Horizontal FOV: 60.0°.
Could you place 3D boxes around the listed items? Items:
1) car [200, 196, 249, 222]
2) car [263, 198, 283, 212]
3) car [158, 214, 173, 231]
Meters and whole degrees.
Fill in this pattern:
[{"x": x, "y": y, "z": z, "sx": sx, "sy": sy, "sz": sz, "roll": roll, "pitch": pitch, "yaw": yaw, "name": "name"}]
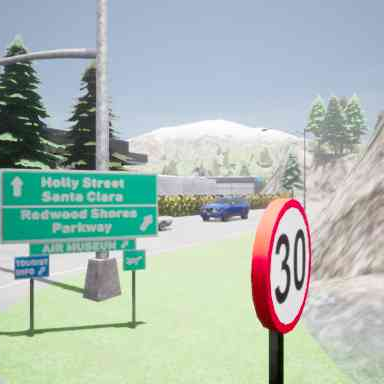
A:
[{"x": 2.953, "y": 1.412, "z": 28.715, "sx": 2.150, "sy": 2.045, "sz": 5.566, "roll": 0, "pitch": 0, "yaw": 36, "name": "car"}, {"x": 9.903, "y": 1.545, "z": 38.302, "sx": 2.097, "sy": 1.767, "sz": 4.553, "roll": 0, "pitch": 0, "yaw": 36, "name": "car"}, {"x": -3.311, "y": 1.792, "z": 20.057, "sx": 1.895, "sy": 1.301, "sz": 4.718, "roll": 0, "pitch": 0, "yaw": 36, "name": "car"}]
